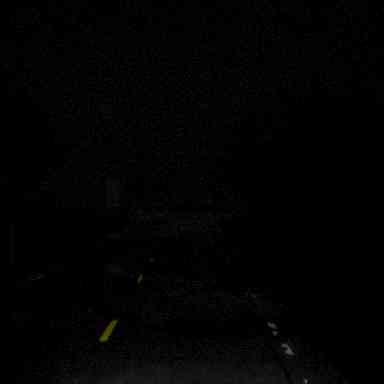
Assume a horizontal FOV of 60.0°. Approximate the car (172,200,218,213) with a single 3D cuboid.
[{"bbox_3d":[0.445,1.643,37.922,5.357,1.411,2.033,2,-3,0],"label":"car"}]
